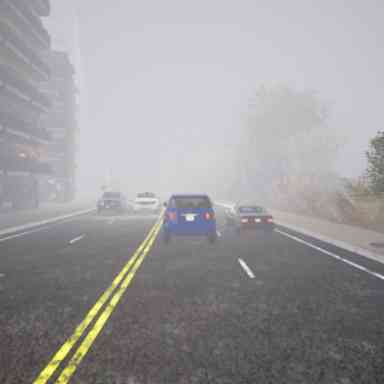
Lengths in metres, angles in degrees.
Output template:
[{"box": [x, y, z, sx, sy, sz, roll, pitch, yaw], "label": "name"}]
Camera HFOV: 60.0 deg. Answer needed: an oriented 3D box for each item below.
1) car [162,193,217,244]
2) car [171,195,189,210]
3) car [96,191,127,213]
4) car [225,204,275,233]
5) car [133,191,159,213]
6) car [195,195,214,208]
[{"box": [-0.164, 1.060, 15.133, 2.150, 2.045, 5.566, 0, 0, -2], "label": "car"}, {"box": [-1.396, 1.129, 37.407, 1.812, 1.442, 4.674, 0, 1, -4], "label": "car"}, {"box": [-7.592, 0.937, 31.907, 2.150, 2.045, 5.566, 0, 1, -4], "label": "car"}, {"box": [2.983, 1.351, 18.044, 2.033, 1.411, 5.357, 0, 1, -2], "label": "car"}, {"box": [-4.349, 0.928, 32.124, 2.150, 2.045, 5.566, 0, 1, -4], "label": "car"}, {"box": [1.532, 1.078, 41.438, 1.812, 1.442, 4.674, 0, 1, -5], "label": "car"}]
